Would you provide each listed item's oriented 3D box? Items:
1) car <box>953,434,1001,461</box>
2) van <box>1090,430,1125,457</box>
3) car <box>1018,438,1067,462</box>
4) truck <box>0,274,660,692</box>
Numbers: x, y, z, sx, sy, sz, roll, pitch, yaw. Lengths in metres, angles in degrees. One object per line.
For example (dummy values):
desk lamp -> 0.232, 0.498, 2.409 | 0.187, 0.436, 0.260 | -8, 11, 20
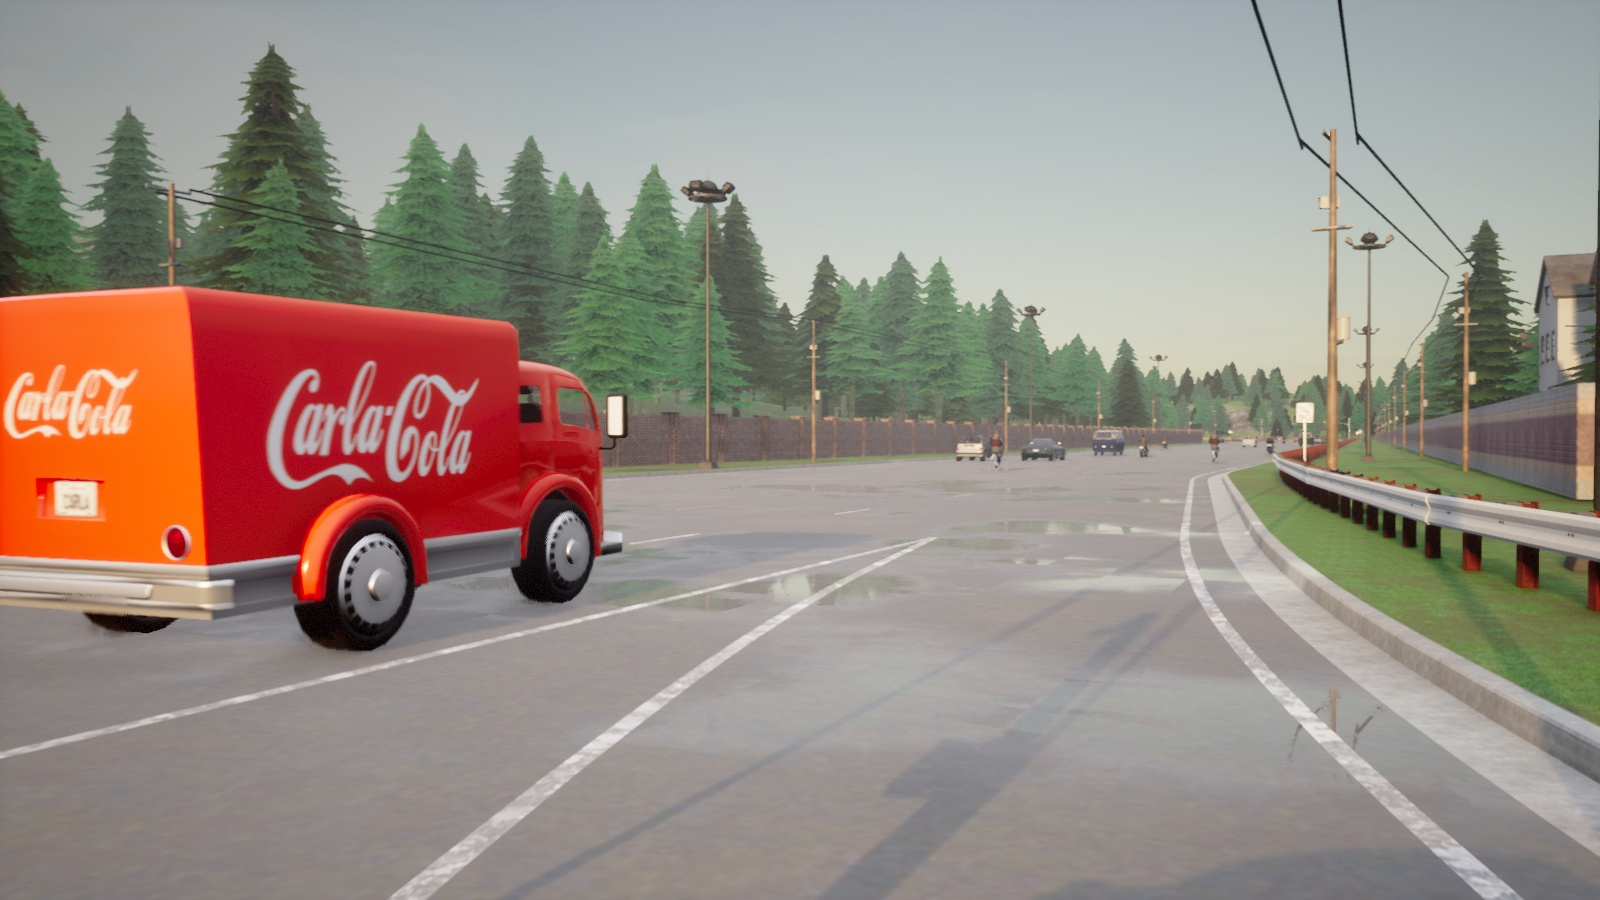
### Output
car -> 10.747, -0.174, 76.124 | 1.851, 1.617, 3.988 | 0, 1, 24
van -> 23.514, -0.524, 95.856 | 1.775, 1.987, 4.442 | 0, 1, 24
car -> 14.840, -0.012, 76.685 | 1.994, 1.385, 4.181 | 0, 1, 25
truck -> -3.588, 0.150, 10.317 | 2.627, 2.467, 5.204 | 0, 1, 23
